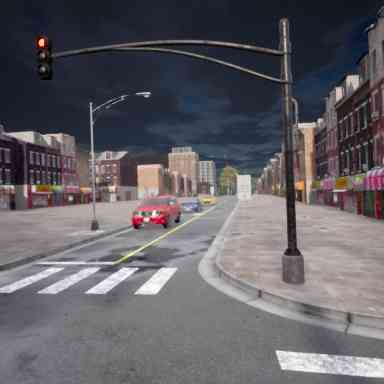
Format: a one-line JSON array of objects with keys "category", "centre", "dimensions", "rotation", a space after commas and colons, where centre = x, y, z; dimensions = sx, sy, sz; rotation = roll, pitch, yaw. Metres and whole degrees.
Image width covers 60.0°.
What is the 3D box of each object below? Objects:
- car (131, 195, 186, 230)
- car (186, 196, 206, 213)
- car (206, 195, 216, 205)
[{"category": "car", "centre": [-2.198, 1.248, 21.948], "dimensions": [2.150, 2.045, 5.566], "rotation": [-2, 0, 9]}, {"category": "car", "centre": [-0.028, 1.432, 35.149], "dimensions": [1.812, 1.442, 4.674], "rotation": [-2, 0, 9]}, {"category": "car", "centre": [2.594, 1.271, 50.717], "dimensions": [1.882, 1.535, 5.008], "rotation": [-2, 0, 9]}]
